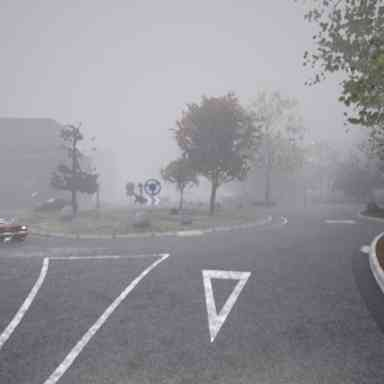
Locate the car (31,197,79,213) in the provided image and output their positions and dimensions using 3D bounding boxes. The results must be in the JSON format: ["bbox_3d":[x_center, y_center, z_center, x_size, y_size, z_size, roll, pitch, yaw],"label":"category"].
[{"bbox_3d":[-13.728,1.277,33.538,1.812,1.442,4.674,-1,-1,37],"label":"car"}]

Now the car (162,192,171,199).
[{"bbox_3d":[-6.534,0.906,84.840,2.097,1.767,4.553,0,1,-3],"label":"car"}]

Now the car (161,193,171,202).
[{"bbox_3d":[-5.441,1.213,64.855,1.812,1.442,4.674,0,0,-3],"label":"car"}]

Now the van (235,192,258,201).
[{"bbox_3d":[12.686,1.122,75.707,4.442,1.987,1.878,0,1,-3],"label":"van"}]

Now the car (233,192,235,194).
[{"bbox_3d":[12.695,1.317,78.490,4.792,1.488,2.163,0,1,-3],"label":"car"}]

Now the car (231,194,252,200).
[{"bbox_3d":[12.419,1.195,84.033,4.792,1.488,2.163,0,1,-3],"label":"car"}]

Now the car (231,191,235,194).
[{"bbox_3d":[12.342,1.223,81.252,5.366,1.575,1.946,0,1,-3],"label":"car"}]

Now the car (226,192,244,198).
[{"bbox_3d":[12.009,0.860,92.343,4.553,1.767,2.185,0,1,-3],"label":"car"}]

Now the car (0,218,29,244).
[{"bbox_3d":[-9.163,1.490,14.135,4.718,1.301,1.895,2,-1,28],"label":"car"}]

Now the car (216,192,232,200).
[{"bbox_3d":[7.554,1.306,78.892,1.812,1.442,4.674,0,1,-3],"label":"car"}]

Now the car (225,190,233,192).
[{"bbox_3d":[12.121,1.045,89.573,5.008,1.535,2.097,0,1,-3],"label":"car"}]

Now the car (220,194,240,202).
[{"bbox_3d":[7.871,1.549,69.442,1.895,1.301,4.718,0,0,-11],"label":"car"}]
